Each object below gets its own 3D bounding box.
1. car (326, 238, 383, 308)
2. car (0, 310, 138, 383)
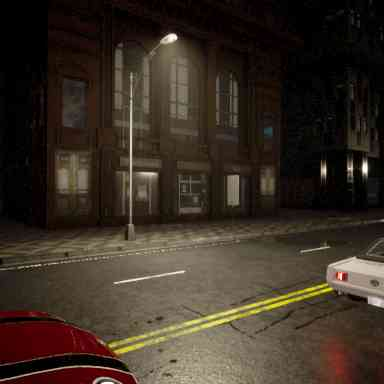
[{"bbox_3d":[4.984,1.597,6.992,4.718,1.301,1.895,0,0,-35],"label":"car"},{"bbox_3d":[-2.451,1.352,1.691,4.553,1.767,2.097,0,0,-36],"label":"car"}]
